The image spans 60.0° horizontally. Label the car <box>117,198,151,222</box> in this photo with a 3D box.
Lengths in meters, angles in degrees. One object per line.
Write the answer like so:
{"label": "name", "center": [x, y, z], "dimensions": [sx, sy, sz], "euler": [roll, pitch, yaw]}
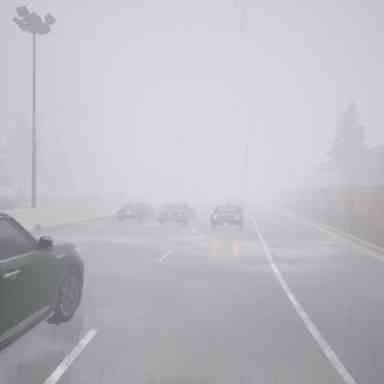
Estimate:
{"label": "car", "center": [-4.104, 1.401, 24.962], "dimensions": [1.994, 1.385, 4.181], "euler": [0, 0, 8]}

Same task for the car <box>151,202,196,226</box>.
{"label": "car", "center": [-0.938, 1.412, 22.527], "dimensions": [2.033, 1.411, 5.357], "euler": [0, 0, 8]}

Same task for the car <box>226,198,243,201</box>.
{"label": "car", "center": [4.844, 1.363, 38.114], "dimensions": [1.994, 1.385, 4.181], "euler": [0, 0, 9]}

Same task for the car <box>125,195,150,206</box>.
{"label": "car", "center": [-7.874, 1.177, 48.359], "dimensions": [2.128, 1.511, 4.902], "euler": [0, 0, 9]}

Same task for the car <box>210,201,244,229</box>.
{"label": "car", "center": [2.290, 1.488, 20.936], "dimensions": [1.895, 1.301, 4.718], "euler": [0, 0, 9]}

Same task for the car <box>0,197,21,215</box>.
{"label": "car", "center": [-17.759, 1.257, 29.697], "dimensions": [1.837, 1.490, 4.892], "euler": [0, 1, 9]}

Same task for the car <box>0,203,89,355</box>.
{"label": "car", "center": [-3.199, 1.184, 3.941], "dimensions": [2.150, 2.045, 5.566], "euler": [0, 0, 3]}
